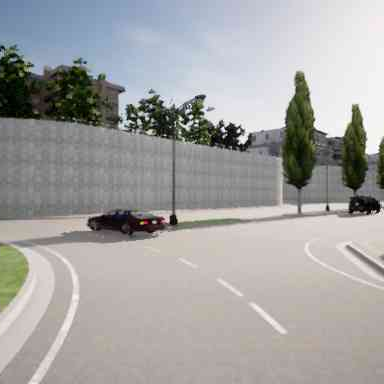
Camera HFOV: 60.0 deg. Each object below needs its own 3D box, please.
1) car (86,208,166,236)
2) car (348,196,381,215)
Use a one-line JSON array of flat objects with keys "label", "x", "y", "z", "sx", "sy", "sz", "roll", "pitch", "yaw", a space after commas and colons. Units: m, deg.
[{"label": "car", "x": -3.846, "y": 1.619, "z": 18.910, "sx": 5.357, "sy": 1.411, "sz": 2.033, "roll": 0, "pitch": 0, "yaw": 41}, {"label": "car", "x": 19.902, "y": 1.484, "z": 38.251, "sx": 2.150, "sy": 2.045, "sz": 5.566, "roll": 0, "pitch": 0, "yaw": 44}]
